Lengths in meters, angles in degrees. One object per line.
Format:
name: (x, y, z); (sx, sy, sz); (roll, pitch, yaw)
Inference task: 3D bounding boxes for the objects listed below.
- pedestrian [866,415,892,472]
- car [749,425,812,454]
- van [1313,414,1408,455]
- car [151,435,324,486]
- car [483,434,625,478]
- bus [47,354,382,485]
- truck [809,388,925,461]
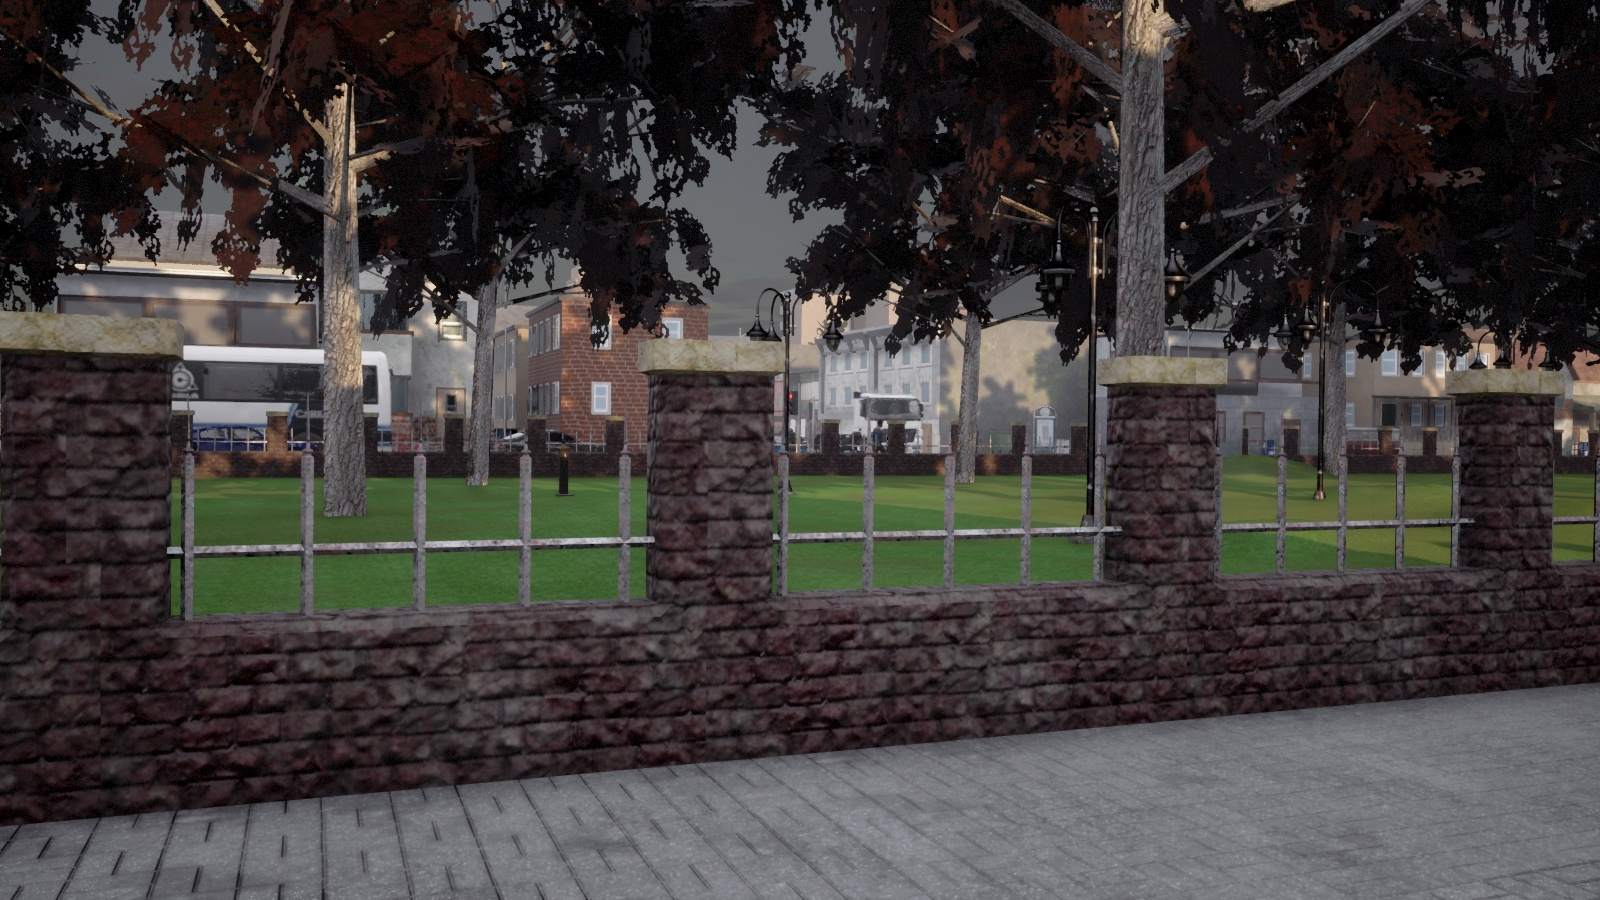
pedestrian: (2.730, -0.228, 43.397); (0.788, 1.949, 0.423); (-1, 1, -21)
car: (-1.236, -0.640, 75.561); (2.152, 1.651, 5.027); (-1, 1, -21)
van: (28.271, -0.785, 63.343); (4.442, 1.987, 1.775); (-1, 1, -21)
car: (-18.238, 0.307, 40.900); (5.008, 1.535, 1.882); (-1, 1, -24)
car: (-8.734, 0.192, 44.624); (4.674, 1.442, 1.812); (-1, 1, -24)
bus: (-20.349, -1.082, 44.482); (10.273, 4.253, 3.944); (-1, 1, -21)
truck: (3.269, -1.257, 63.894); (2.891, 3.462, 7.936); (-1, 1, -21)
